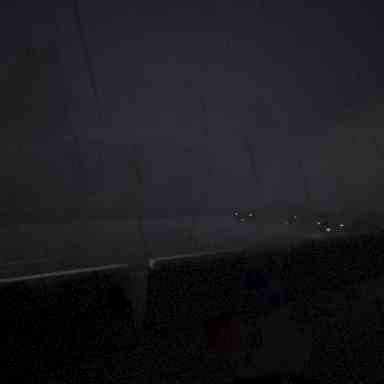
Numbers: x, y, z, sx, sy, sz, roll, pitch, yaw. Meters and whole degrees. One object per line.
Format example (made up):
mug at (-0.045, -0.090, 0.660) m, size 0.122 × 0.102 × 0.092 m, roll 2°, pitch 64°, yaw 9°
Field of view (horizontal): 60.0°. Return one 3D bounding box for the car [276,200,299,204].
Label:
car at (8.637, 1.562, 31.652) m, size 5.008 × 1.535 × 1.882 m, roll 0°, pitch 0°, yaw -35°

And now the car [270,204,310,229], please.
car at (7.789, 1.687, 22.450) m, size 4.718 × 1.301 × 1.895 m, roll 0°, pitch 0°, yaw -35°

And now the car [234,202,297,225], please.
car at (5.420, 1.687, 25.060) m, size 4.718 × 1.301 × 1.895 m, roll 0°, pitch 0°, yaw -35°

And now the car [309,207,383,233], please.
car at (9.465, 1.633, 19.346) m, size 5.357 × 1.411 × 2.033 m, roll 0°, pitch 0°, yaw -36°
